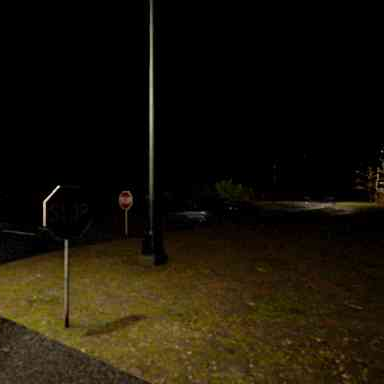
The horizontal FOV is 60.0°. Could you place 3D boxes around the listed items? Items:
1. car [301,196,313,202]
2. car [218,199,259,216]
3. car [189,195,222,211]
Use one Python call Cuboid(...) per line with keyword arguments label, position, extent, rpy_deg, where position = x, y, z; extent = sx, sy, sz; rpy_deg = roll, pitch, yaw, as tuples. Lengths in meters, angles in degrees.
Cuboid(label="car", position=(28.480, 1.756, 81.990), extent=(2.033, 1.411, 5.357), rpy_deg=(0, 0, 34))
Cuboid(label="car", position=(5.169, 1.662, 34.701), extent=(2.033, 1.411, 5.357), rpy_deg=(0, 0, 34))
Cuboid(label="car", position=(1.914, 1.372, 42.437), extent=(2.150, 2.045, 5.566), rpy_deg=(0, 0, 34))
